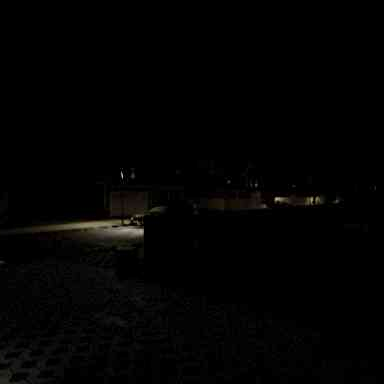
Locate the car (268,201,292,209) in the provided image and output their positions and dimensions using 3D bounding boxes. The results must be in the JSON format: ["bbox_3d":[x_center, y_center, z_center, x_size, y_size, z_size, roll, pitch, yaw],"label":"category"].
[{"bbox_3d":[10.240,1.744,39.126,1.994,1.385,4.181,0,0,36],"label":"car"}]

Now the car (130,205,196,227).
[{"bbox_3d":[-1.724,1.595,22.586,2.033,1.411,5.357,0,0,36],"label":"car"}]
